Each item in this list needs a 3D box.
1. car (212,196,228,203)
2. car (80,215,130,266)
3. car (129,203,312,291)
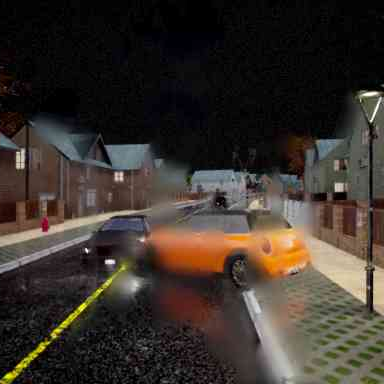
[{"bbox_3d":[3.703,1.280,44.141,1.812,1.442,4.674,0,1,11],"label":"car"},{"bbox_3d":[-2.249,1.530,11.819,2.033,1.411,5.357,0,0,0],"label":"car"},{"bbox_3d":[0.618,1.272,8.773,4.553,1.767,2.097,-4,-3,45],"label":"car"}]
